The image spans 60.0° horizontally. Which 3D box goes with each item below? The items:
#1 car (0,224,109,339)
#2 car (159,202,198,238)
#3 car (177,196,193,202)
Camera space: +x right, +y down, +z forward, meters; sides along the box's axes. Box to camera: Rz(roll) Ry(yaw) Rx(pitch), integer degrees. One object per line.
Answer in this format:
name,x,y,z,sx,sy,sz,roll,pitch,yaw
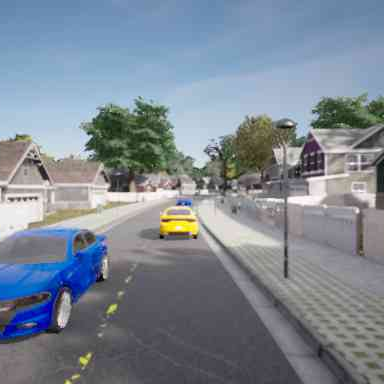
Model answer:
car,-3.081,1.517,7.025,1.882,1.535,5.008,0,0,-2
car,-0.751,1.524,18.027,1.882,1.535,5.008,0,0,-3
car,-0.947,1.301,43.690,1.882,1.535,5.008,0,1,2
